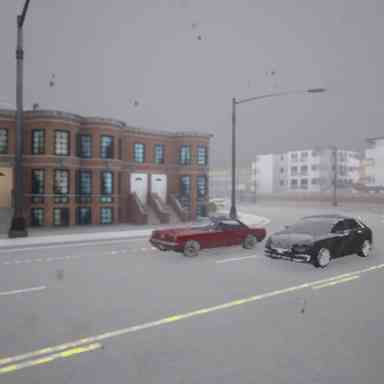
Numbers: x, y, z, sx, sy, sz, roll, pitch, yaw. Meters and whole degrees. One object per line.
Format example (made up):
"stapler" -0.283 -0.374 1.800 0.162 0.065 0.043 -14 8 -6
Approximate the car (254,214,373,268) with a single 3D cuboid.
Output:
"car" 4.602 1.589 11.711 4.892 1.490 1.837 1 0 -39

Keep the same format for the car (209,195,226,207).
"car" 3.400 1.493 56.583 2.150 2.045 5.566 1 0 -34

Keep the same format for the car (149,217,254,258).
"car" 0.717 1.666 13.126 4.718 1.301 1.895 1 0 -37
